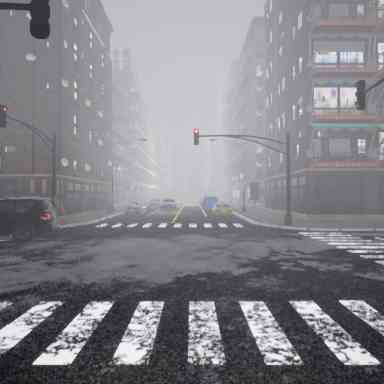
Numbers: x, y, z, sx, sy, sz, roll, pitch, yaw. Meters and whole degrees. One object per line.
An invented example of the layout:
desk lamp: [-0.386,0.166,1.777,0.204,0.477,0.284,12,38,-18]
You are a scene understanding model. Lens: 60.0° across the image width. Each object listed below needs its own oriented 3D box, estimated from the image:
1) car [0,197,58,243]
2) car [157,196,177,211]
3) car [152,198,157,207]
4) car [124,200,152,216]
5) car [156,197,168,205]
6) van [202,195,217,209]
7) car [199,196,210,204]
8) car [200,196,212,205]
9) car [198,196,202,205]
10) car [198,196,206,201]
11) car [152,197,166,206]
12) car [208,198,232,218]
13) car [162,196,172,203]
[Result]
car: [-9.202,1.281,15.373,5.566,2.045,2.150,-1,2,-12]
car: [-2.815,1.505,41.000,1.882,1.535,5.008,0,0,0]
car: [-5.385,1.613,49.670,1.802,1.307,4.206,1,0,0]
car: [-5.487,1.565,32.696,2.008,1.369,4.403,1,0,0]
car: [-5.402,1.627,60.985,1.802,1.307,4.206,1,0,0]
van: [2.540,1.366,44.087,1.690,1.788,3.998,1,0,0]
car: [2.469,1.604,66.709,2.008,1.369,4.403,1,0,0]
car: [2.479,1.485,61.053,1.967,1.590,4.097,1,0,0]
car: [2.499,1.346,49.740,2.192,1.841,5.009,1,0,0]
car: [2.443,1.626,83.677,1.887,1.381,4.507,1,0,0]
car: [-5.392,1.563,55.157,1.752,1.417,4.829,1,0,0]
car: [2.656,1.537,30.253,1.752,1.417,4.829,1,0,0]
car: [-5.420,1.612,72.301,2.008,1.369,4.403,1,0,0]
